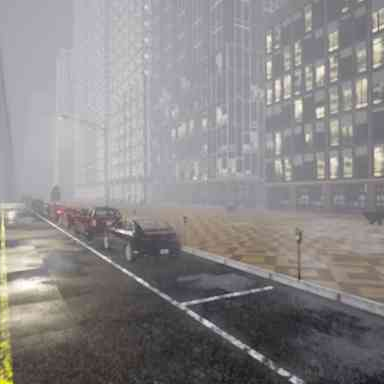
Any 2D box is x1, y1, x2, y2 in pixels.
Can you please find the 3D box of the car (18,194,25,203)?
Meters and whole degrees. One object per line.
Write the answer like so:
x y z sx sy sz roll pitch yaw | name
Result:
-32.837 1.389 66.313 2.192 1.841 5.009 0 0 -30 | car

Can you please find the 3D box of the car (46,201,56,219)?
-10.341 1.604 26.750 1.802 1.307 4.206 0 0 -30 | car

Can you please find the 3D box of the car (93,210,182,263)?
-1.904 1.558 11.914 2.008 1.369 4.403 0 0 -30 | car

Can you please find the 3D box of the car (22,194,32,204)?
-27.297 1.586 56.569 1.752 1.417 4.829 0 0 -30 | car

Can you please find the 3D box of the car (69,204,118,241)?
-4.715 1.452 16.859 1.967 1.590 4.097 0 0 -30 | car

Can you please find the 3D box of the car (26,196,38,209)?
-21.588 1.613 46.531 1.947 1.339 4.313 0 0 -30 | car

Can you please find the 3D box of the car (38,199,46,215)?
-13.152 1.578 31.695 2.008 1.369 4.403 0 0 -30 | car

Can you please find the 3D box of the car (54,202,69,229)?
-7.528 1.562 21.805 1.887 1.381 4.507 0 0 -30 | car
